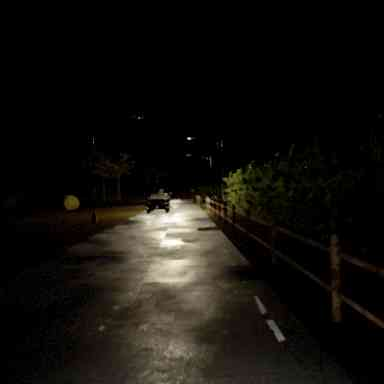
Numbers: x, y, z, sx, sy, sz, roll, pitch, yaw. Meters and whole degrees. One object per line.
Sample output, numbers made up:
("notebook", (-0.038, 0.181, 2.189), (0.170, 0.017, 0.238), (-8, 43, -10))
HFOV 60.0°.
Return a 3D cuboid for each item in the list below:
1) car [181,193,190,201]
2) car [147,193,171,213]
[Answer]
("car", (-1.443, 1.125, 74.510), (2.097, 1.767, 4.553), (-1, 0, -1))
("car", (-3.408, 1.081, 34.691), (2.150, 2.045, 5.566), (-1, 0, -1))
